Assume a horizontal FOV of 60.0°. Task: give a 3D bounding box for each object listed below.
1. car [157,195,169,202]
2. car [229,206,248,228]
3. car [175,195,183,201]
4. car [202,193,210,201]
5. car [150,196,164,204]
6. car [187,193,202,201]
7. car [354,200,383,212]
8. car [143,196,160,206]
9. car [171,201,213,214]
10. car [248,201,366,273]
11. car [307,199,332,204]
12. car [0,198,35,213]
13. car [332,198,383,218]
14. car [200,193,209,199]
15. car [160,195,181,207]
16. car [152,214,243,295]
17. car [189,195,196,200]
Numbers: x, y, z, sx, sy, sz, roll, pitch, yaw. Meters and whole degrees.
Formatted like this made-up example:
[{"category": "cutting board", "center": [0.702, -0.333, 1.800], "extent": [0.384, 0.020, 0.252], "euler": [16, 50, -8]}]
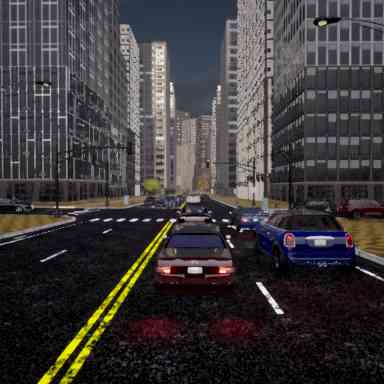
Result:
[{"category": "car", "center": [-6.355, 1.478, 72.951], "extent": [2.033, 1.411, 5.357], "euler": [0, 0, 0]}, {"category": "car", "center": [3.391, 1.537, 20.235], "extent": [2.033, 1.411, 5.357], "euler": [0, 0, 0]}, {"category": "car", "center": [-3.092, 1.429, 79.535], "extent": [1.837, 1.490, 4.892], "euler": [0, 0, 0]}, {"category": "car", "center": [3.414, 1.395, 81.721], "extent": [1.882, 1.535, 5.008], "euler": [0, 0, 0]}, {"category": "car", "center": [-6.436, 1.499, 62.281], "extent": [2.033, 1.411, 5.357], "euler": [0, 0, 0]}, {"category": "car", "center": [0.241, 1.179, 58.093], "extent": [2.150, 2.045, 5.566], "euler": [0, 0, 0]}, {"category": "car", "center": [21.888, 1.642, 39.183], "extent": [4.829, 1.417, 1.752], "euler": [1, 0, 1]}, {"category": "car", "center": [-6.489, 1.468, 52.401], "extent": [1.837, 1.490, 4.892], "euler": [0, 0, 0]}, {"category": "car", "center": [0.137, 1.482, 18.626], "extent": [2.128, 1.511, 4.902], "euler": [0, 0, 0]}, {"category": "car", "center": [3.370, 1.347, 10.851], "extent": [2.097, 1.767, 4.553], "euler": [0, 0, 0]}, {"category": "car", "center": [13.386, 1.589, 36.848], "extent": [4.892, 1.490, 1.837], "euler": [1, 1, 2]}, {"category": "car", "center": [-18.761, 1.340, 34.140], "extent": [4.902, 1.511, 2.128], "euler": [1, 1, 1]}, {"category": "car", "center": [16.262, 1.518, 30.907], "extent": [5.009, 1.841, 2.192], "euler": [1, 0, 1]}, {"category": "car", "center": [3.435, 1.096, 92.110], "extent": [2.097, 1.767, 4.553], "euler": [0, 0, 0]}, {"category": "car", "center": [-3.221, 1.317, 50.561], "extent": [2.097, 1.767, 4.553], "euler": [0, 0, -1]}, {"category": "car", "center": [0.110, 1.544, 8.881], "extent": [2.033, 1.411, 5.357], "euler": [0, 0, 1]}, {"category": "car", "center": [0.186, 1.502, 93.052], "extent": [1.895, 1.301, 4.718], "euler": [0, 0, 0]}]
